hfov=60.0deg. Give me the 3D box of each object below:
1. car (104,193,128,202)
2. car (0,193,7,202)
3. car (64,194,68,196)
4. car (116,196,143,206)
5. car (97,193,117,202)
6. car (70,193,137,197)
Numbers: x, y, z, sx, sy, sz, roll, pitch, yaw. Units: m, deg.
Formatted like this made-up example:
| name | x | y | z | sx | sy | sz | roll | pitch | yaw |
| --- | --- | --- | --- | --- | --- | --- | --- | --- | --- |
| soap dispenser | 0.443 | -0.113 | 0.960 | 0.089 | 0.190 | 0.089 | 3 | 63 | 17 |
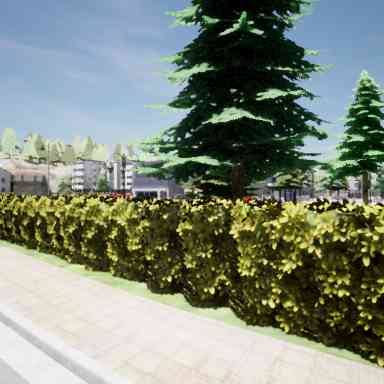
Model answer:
| name | x | y | z | sx | sy | sz | roll | pitch | yaw |
| --- | --- | --- | --- | --- | --- | --- | --- | --- | --- |
| car | -15.876 | 1.085 | 69.643 | 1.932 | 1.855 | 4.605 | 0 | 0 | 44 |
| car | -41.786 | 1.081 | 70.186 | 1.932 | 1.855 | 4.605 | 0 | 0 | 44 |
| car | -27.350 | 1.138 | 80.367 | 2.152 | 1.636 | 5.027 | 0 | 0 | 44 |
| car | -10.065 | 1.375 | 53.308 | 1.970 | 1.475 | 3.806 | 0 | 0 | 44 |
| car | -18.236 | 1.064 | 71.388 | 1.905 | 1.878 | 3.866 | 0 | 0 | 44 |
| car | -8.071 | 1.216 | 31.034 | 2.150 | 2.045 | 5.566 | 0 | 0 | 44 |
